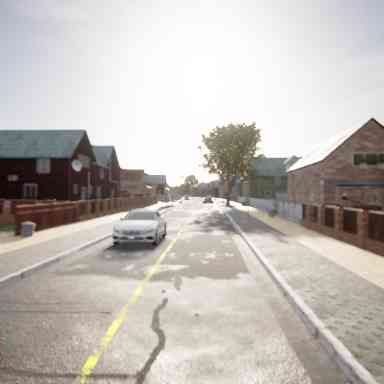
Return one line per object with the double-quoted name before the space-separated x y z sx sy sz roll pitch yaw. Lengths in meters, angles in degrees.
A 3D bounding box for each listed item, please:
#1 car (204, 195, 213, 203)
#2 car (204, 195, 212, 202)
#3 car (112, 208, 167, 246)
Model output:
"car" 3.388 1.646 69.649 1.895 1.301 4.718 0 0 3
"car" 3.921 1.503 79.901 1.882 1.535 5.008 0 0 3
"car" -2.266 1.511 15.393 1.812 1.442 4.674 0 0 3
